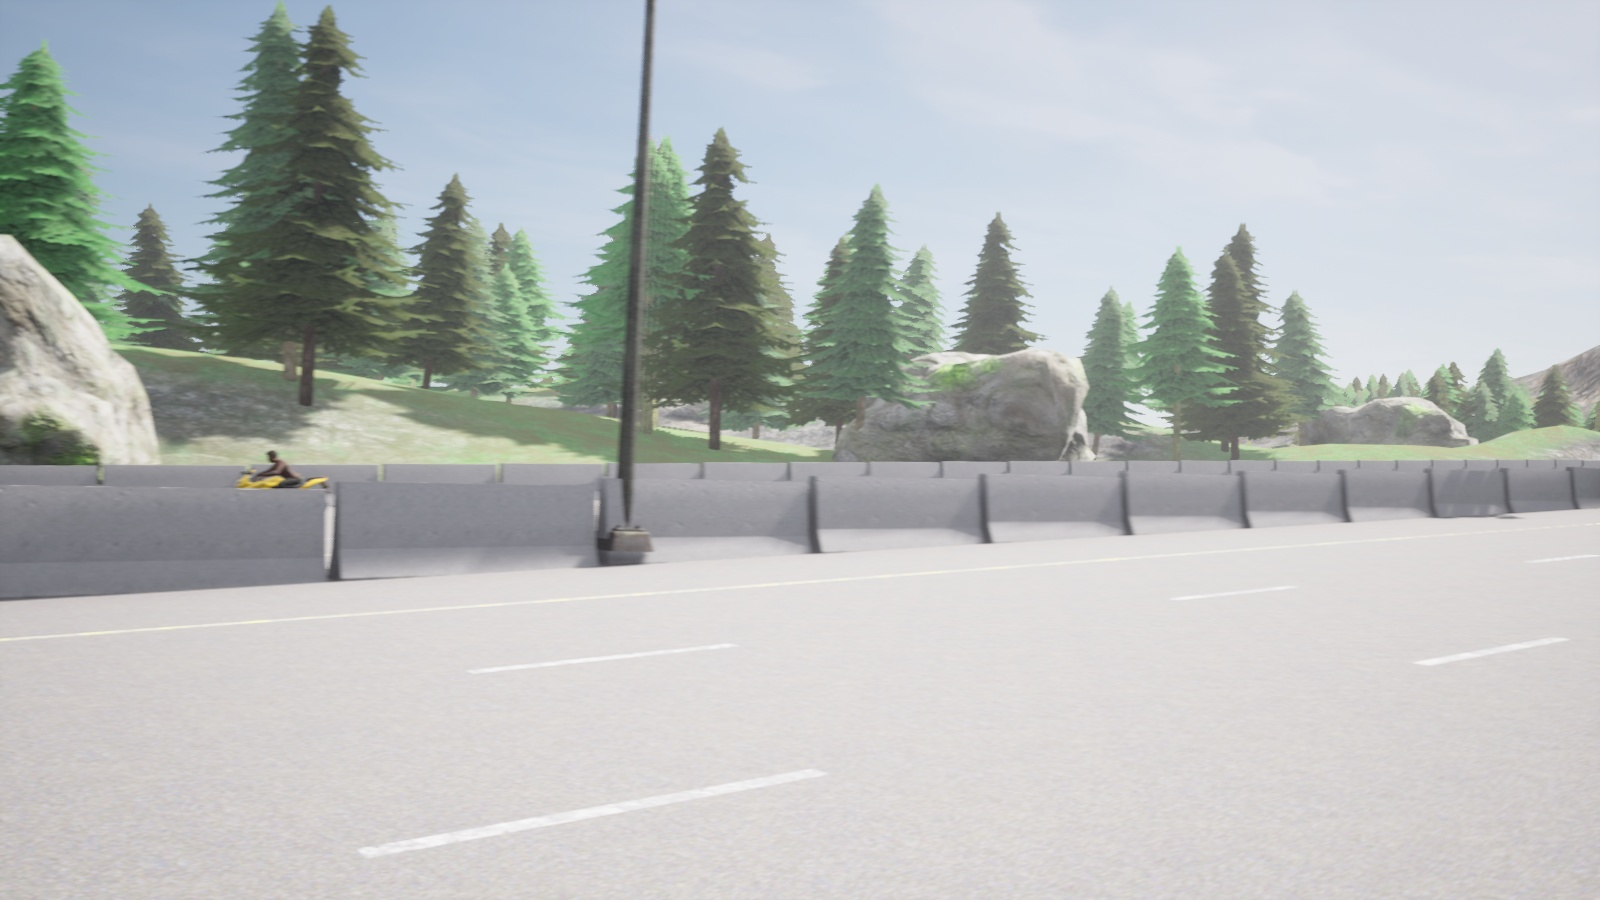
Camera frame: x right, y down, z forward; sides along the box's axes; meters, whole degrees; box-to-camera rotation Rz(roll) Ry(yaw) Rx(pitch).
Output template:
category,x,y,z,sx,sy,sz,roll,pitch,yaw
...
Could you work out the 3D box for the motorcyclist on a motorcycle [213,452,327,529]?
category,x,y,z,sx,sy,sz,roll,pitch,yaw
motorcyclist on a motorcycle,-10.920,0.806,25.909,2.044,1.523,0.797,0,0,-35
